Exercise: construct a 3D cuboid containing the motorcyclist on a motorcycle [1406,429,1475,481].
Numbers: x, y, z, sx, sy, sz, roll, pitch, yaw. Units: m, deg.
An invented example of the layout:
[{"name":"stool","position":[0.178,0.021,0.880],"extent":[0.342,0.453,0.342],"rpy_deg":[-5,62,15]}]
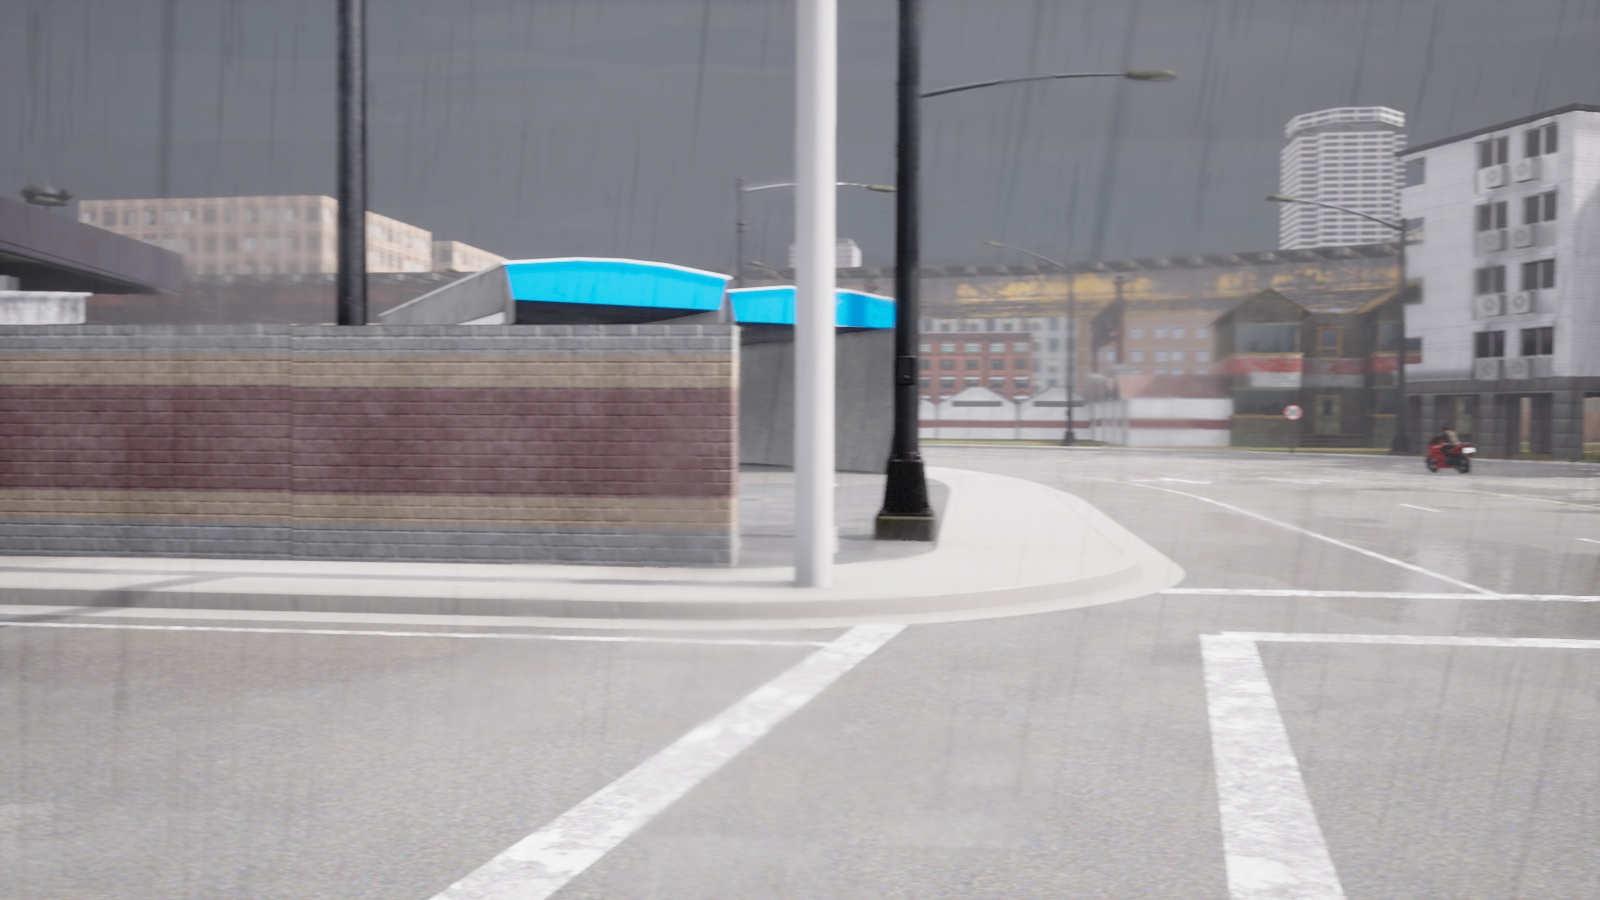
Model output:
[{"name":"motorcyclist on a motorcycle","position":[19.654,0.138,38.595],"extent":[0.797,1.523,2.044],"rpy_deg":[0,1,-10]}]
